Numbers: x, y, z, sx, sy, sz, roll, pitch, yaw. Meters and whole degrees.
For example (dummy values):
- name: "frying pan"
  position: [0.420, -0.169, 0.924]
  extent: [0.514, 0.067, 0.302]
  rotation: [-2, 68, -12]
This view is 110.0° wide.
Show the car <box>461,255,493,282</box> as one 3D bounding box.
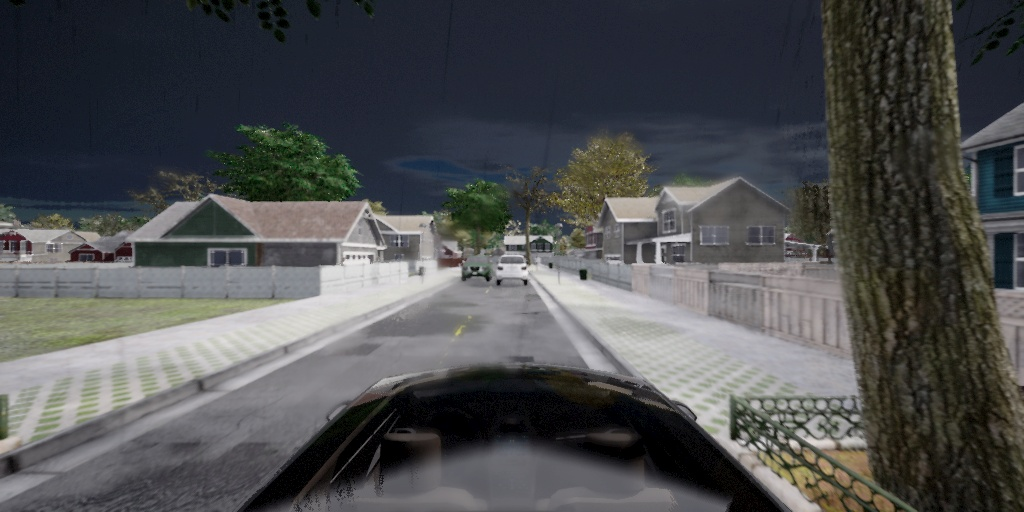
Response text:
- name: "car"
  position: [-2.743, 0.941, 29.227]
  extent: [2.150, 2.045, 5.566]
  rotation: [0, 0, 0]

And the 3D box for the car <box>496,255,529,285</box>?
- name: "car"
  position: [0.012, 0.945, 25.813]
  extent: [2.150, 2.045, 5.566]
  rotation: [0, 0, 0]
